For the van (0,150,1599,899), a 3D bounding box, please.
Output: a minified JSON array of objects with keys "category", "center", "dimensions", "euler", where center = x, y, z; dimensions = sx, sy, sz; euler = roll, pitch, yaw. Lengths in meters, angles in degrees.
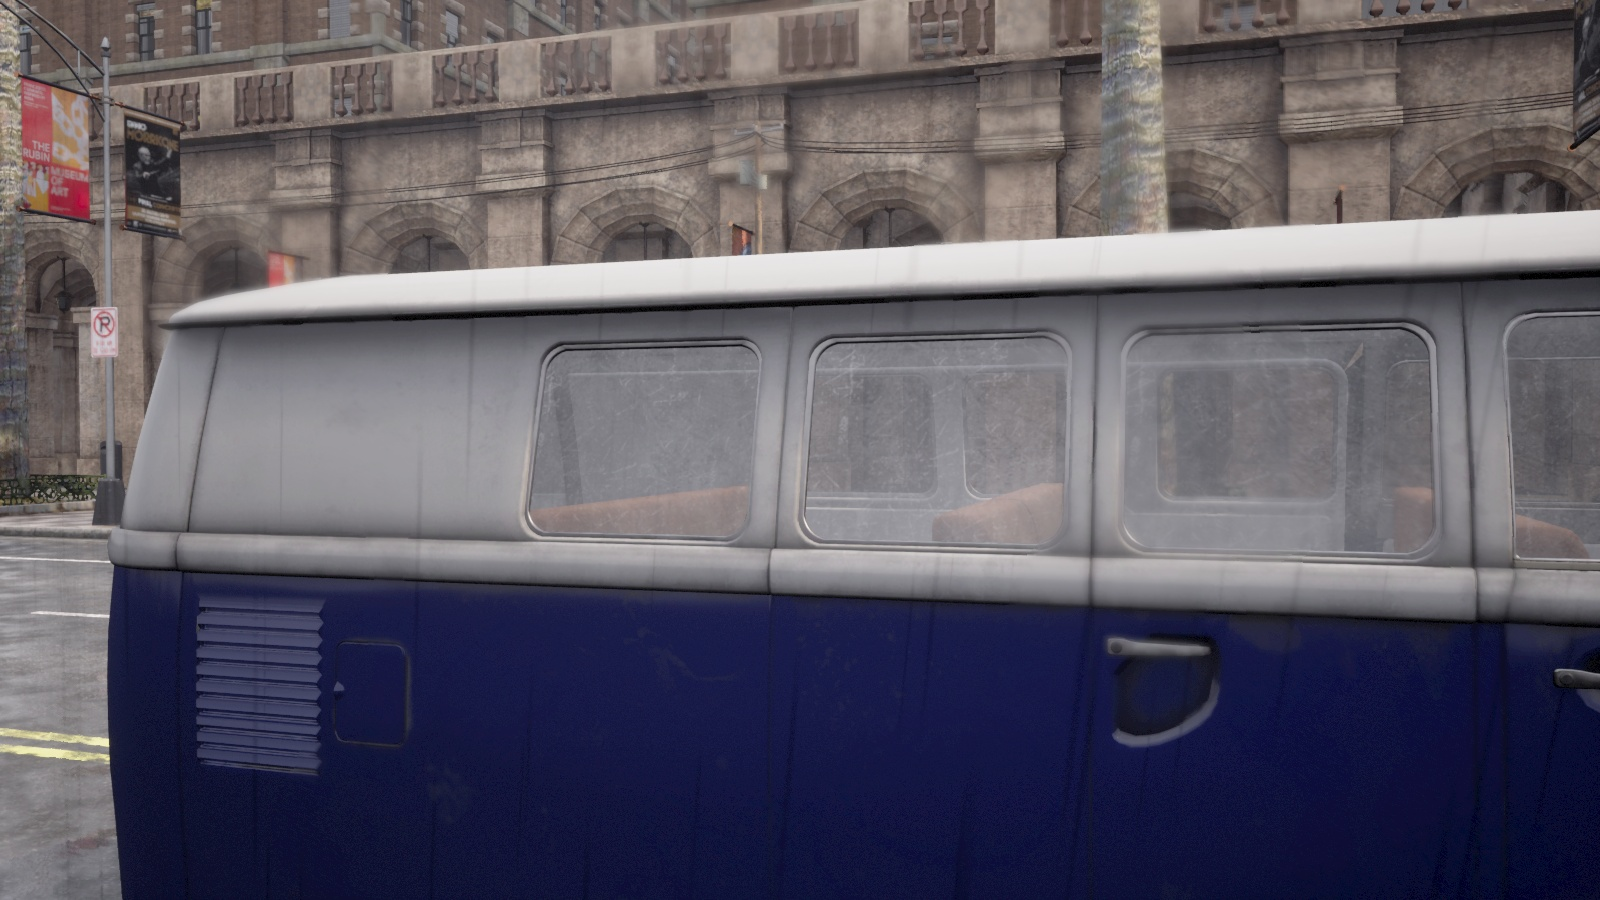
[{"category":"van","center":[0.567,0.533,2.993],"dimensions":[4.442,1.987,1.775],"euler":[1,1,18]}]
